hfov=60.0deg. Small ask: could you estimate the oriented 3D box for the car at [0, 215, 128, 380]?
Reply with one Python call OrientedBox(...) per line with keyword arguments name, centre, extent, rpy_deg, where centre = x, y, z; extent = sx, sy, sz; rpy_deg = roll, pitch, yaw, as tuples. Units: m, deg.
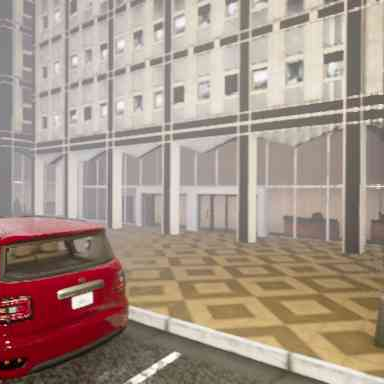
OrientedBox(name="car", centre=(-3.177, 1.289, 5.132), extent=(5.009, 1.841, 2.192), rpy_deg=(0, 0, 35))
